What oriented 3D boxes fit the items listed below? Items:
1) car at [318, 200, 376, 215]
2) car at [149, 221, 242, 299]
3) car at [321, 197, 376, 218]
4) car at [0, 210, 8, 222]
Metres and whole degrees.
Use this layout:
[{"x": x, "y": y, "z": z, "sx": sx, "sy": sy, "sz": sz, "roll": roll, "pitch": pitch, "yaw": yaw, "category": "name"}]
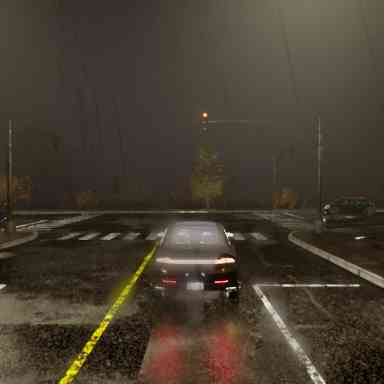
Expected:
[{"x": 14.752, "y": 1.429, "z": 31.820, "sx": 4.718, "sy": 1.301, "sz": 1.895, "roll": 0, "pitch": 1, "yaw": -2, "category": "car"}, {"x": 0.084, "y": 1.489, "z": 8.436, "sx": 2.128, "sy": 1.511, "sz": 4.902, "roll": 0, "pitch": 0, "yaw": 1, "category": "car"}, {"x": 13.147, "y": 1.232, "z": 28.539, "sx": 4.553, "sy": 1.767, "sz": 2.097, "roll": 0, "pitch": 1, "yaw": -1, "category": "car"}, {"x": -16.380, "y": 1.714, "z": 25.414, "sx": 4.718, "sy": 1.301, "sz": 1.895, "roll": 0, "pitch": 1, "yaw": 1, "category": "car"}]
